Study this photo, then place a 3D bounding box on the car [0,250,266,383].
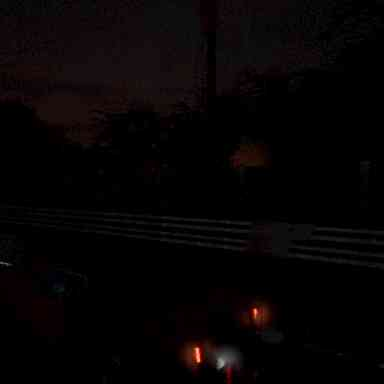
[{"bbox_3d":[-1.440,1.570,5.023,4.718,1.301,1.895,1,0,36],"label":"car"}]
